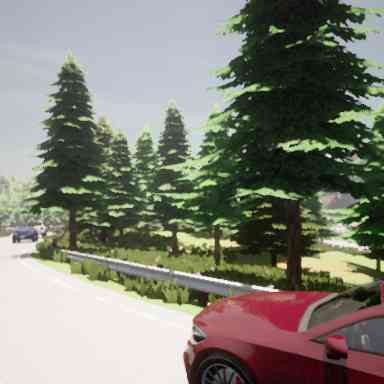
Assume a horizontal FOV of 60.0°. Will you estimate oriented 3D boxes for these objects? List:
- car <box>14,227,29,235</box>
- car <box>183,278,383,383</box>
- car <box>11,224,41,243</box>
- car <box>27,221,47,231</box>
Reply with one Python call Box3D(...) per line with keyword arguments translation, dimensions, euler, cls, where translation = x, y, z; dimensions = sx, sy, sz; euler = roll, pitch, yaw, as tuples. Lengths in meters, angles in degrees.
Box3D(translation=(-33.824, 7.721, 66.032), dimensions=(1.812, 1.442, 4.674), euler=(0, -6, -38), cls="car")
Box3D(translation=(2.088, 1.525, 2.998), dimensions=(4.674, 1.442, 1.812), euler=(0, 0, 35), cls="car")
Box3D(translation=(-15.674, 3.994, 31.377), dimensions=(1.812, 1.442, 4.674), euler=(-1, -5, -20), cls="car")
Box3D(translation=(-19.260, 4.659, 41.145), dimensions=(2.150, 2.045, 5.566), euler=(-1, -5, -20), cls="car")
